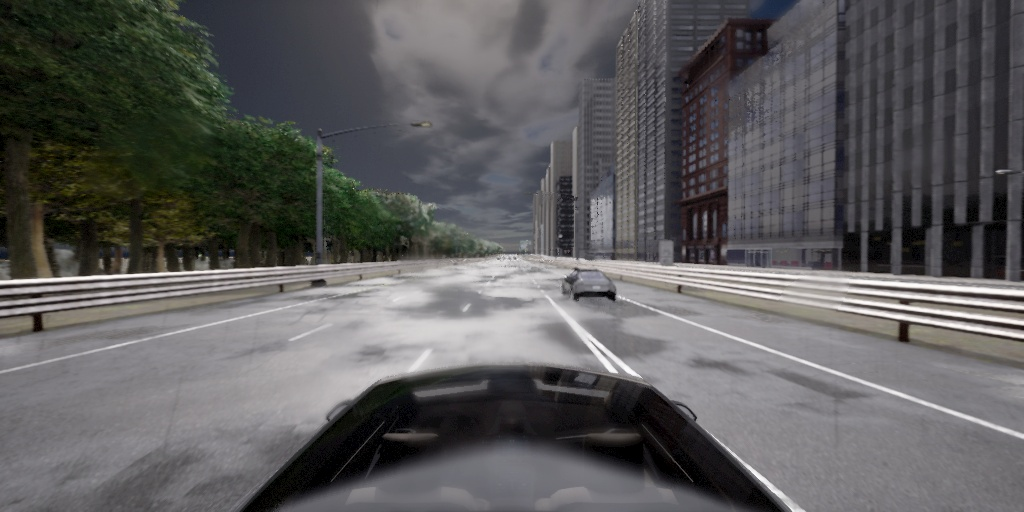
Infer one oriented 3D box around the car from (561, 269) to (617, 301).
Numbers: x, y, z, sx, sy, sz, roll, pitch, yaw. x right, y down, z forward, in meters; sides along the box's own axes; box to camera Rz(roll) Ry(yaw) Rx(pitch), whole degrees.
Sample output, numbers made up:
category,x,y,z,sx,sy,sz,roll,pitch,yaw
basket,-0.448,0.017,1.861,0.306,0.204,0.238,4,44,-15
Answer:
category,x,y,z,sx,sy,sz,roll,pitch,yaw
car,3.612,1.320,17.430,1.994,1.385,4.181,0,0,-1
